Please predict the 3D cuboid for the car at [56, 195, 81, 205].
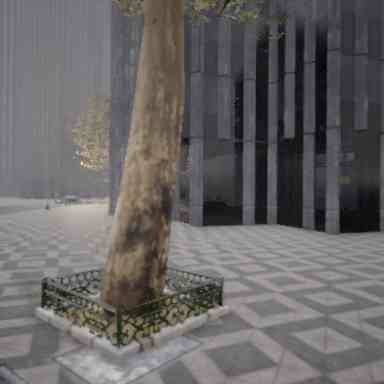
[{"bbox_3d":[-20.542,1.301,55.450,2.128,1.511,4.902,0,0,19],"label":"car"}]
